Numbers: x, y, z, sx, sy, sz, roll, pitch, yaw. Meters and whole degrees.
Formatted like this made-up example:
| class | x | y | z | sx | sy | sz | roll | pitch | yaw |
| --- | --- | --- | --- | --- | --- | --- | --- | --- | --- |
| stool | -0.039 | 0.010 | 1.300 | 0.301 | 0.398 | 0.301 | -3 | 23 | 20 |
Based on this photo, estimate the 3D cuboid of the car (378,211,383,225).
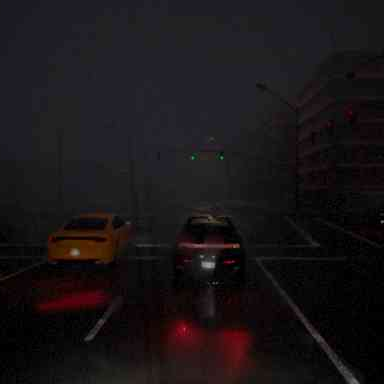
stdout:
| class | x | y | z | sx | sy | sz | roll | pitch | yaw |
| --- | --- | --- | --- | --- | --- | --- | --- | --- | --- |
| car | 13.604 | 1.497 | 19.490 | 4.892 | 1.490 | 1.837 | 0 | 0 | 1 |

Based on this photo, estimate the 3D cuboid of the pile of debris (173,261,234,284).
| class | x | y | z | sx | sy | sz | roll | pitch | yaw |
| --- | --- | --- | --- | --- | --- | --- | --- | --- | --- |
| pile of debris | 0.313 | 2.164 | 9.064 | 1.500 | 0.140 | 1.860 | 0 | 0 | 2 |

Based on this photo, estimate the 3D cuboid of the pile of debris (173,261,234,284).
| class | x | y | z | sx | sy | sz | roll | pitch | yaw |
| --- | --- | --- | --- | --- | --- | --- | --- | --- | --- |
| pile of debris | 0.313 | 2.164 | 9.064 | 1.500 | 0.140 | 1.860 | 0 | 0 | 2 |

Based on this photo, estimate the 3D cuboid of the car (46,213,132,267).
| class | x | y | z | sx | sy | sz | roll | pitch | yaw |
| --- | --- | --- | --- | --- | --- | --- | --- | --- | --- |
| car | -3.228 | 1.454 | 11.322 | 1.882 | 1.535 | 5.008 | 0 | 0 | -3 |

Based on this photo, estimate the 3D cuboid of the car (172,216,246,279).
| class | x | y | z | sx | sy | sz | roll | pitch | yaw |
| --- | --- | --- | --- | --- | --- | --- | --- | --- | --- |
| car | 0.533 | 1.472 | 10.075 | 2.128 | 1.511 | 4.902 | 0 | 0 | 4 |
